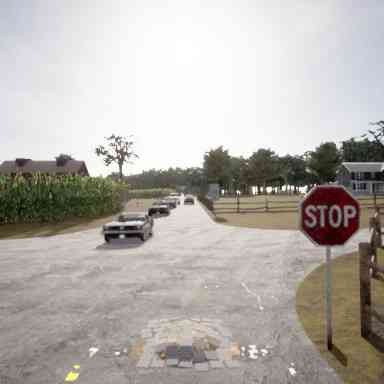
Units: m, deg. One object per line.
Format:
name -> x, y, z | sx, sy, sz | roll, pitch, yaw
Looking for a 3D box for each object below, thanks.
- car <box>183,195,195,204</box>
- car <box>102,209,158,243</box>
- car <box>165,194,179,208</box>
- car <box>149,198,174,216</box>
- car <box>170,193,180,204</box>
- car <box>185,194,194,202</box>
car -> -0.516, 1.486, 60.809 | 1.837, 1.490, 4.892 | 0, 0, 0
car -> -3.063, 1.727, 16.752 | 1.895, 1.301, 4.718 | -2, -2, 0
car -> -3.247, 1.463, 47.076 | 1.882, 1.535, 5.008 | 0, 0, 0
car -> -3.153, 1.593, 32.938 | 1.895, 1.301, 4.718 | 0, 0, 0
car -> -3.312, 1.203, 60.890 | 2.150, 2.045, 5.566 | 0, 0, 0
car -> -0.594, 1.288, 71.239 | 1.882, 1.535, 5.008 | 0, 0, 0
